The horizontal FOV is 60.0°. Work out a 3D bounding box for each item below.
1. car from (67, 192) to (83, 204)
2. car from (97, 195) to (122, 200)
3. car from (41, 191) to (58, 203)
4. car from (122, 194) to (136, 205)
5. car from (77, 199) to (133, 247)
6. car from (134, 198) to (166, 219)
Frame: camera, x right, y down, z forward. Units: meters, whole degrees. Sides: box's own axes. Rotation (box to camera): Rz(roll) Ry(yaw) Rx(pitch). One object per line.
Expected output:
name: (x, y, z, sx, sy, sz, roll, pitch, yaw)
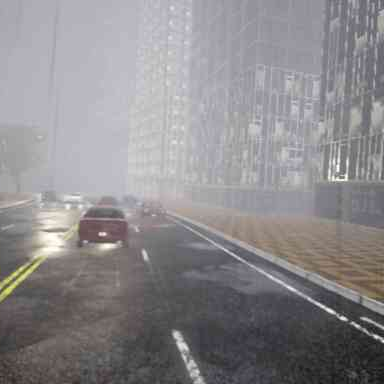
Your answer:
car: (-14.962, 0.791, 42.635, 1.812, 1.442, 4.674, 3, 0, -19)
car: (-8.345, 1.062, 33.052, 1.882, 1.535, 5.008, 3, 0, -16)
car: (-19.069, 0.550, 44.560, 1.882, 1.535, 5.008, 3, 0, -20)
car: (-8.436, 1.049, 44.045, 1.882, 1.535, 5.008, 3, 0, -18)
car: (-3.640, 1.299, 14.075, 1.882, 1.535, 5.008, 3, 0, -12)
car: (-3.376, 1.430, 27.000, 1.895, 1.301, 4.718, 3, 0, -14)
